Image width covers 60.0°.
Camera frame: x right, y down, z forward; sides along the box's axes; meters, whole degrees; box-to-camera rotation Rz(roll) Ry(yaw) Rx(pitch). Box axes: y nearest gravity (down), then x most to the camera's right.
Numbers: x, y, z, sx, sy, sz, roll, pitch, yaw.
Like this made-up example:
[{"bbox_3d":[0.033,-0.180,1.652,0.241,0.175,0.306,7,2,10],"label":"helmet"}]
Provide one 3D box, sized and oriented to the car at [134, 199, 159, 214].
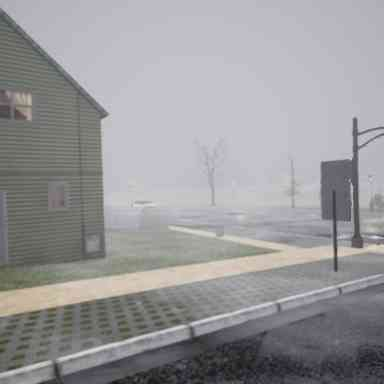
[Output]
[{"bbox_3d":[-6.829,2.143,49.013,2.150,2.045,5.566,-2,1,-30],"label":"car"}]
